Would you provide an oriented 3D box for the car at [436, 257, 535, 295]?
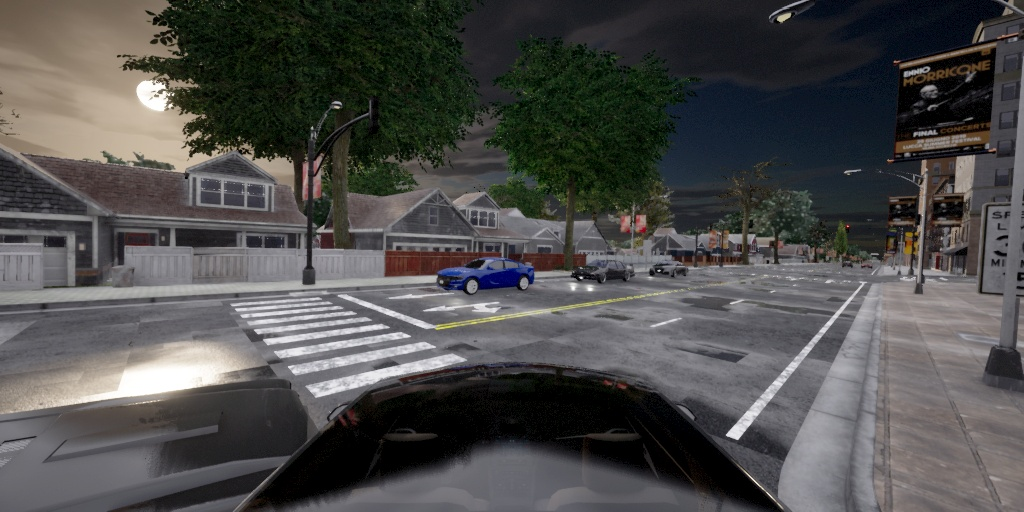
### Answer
[{"bbox_3d":[-1.092,0.810,16.484,5.008,1.535,1.882,0,2,-44],"label":"car"}]

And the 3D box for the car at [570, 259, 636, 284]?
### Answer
[{"bbox_3d":[6.085,0.939,23.393,5.357,1.411,2.033,0,2,-44],"label":"car"}]

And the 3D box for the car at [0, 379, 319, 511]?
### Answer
[{"bbox_3d":[-3.311,1.287,1.302,4.718,1.301,1.895,1,2,-34],"label":"car"}]

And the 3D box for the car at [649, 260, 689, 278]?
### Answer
[{"bbox_3d":[13.293,1.019,30.303,4.181,1.385,1.994,0,2,-44],"label":"car"}]
